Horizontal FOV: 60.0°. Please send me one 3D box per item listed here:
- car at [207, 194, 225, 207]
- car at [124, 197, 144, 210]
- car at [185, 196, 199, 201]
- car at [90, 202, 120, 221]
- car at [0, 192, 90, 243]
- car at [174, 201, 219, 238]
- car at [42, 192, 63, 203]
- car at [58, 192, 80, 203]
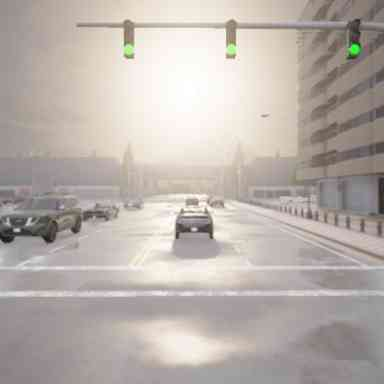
[{"bbox_3d":[3.515,1.338,46.747,1.812,1.442,4.674,0,0,0],"label":"car"},{"bbox_3d":[-7.051,1.333,40.632,2.128,1.511,4.902,0,0,0],"label":"car"},{"bbox_3d":[0.017,1.291,46.677,1.882,1.535,5.008,0,1,0],"label":"car"},{"bbox_3d":[-7.079,1.508,26.352,1.895,1.301,4.718,0,0,0],"label":"car"},{"bbox_3d":[-7.088,1.176,16.245,2.150,2.045,5.566,0,0,0],"label":"car"},{"bbox_3d":[0.106,1.440,17.272,2.128,1.511,4.902,0,0,0],"label":"car"},{"bbox_3d":[-23.924,0.922,57.172,1.905,1.878,3.866,0,0,0],"label":"car"},{"bbox_3d":[-21.030,0.920,57.107,1.932,1.855,4.605,0,0,0],"label":"car"}]
